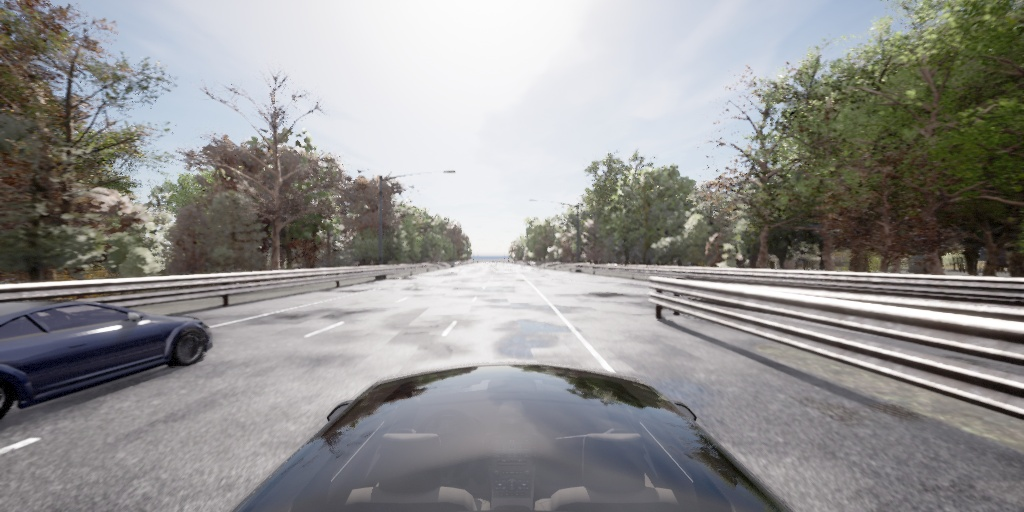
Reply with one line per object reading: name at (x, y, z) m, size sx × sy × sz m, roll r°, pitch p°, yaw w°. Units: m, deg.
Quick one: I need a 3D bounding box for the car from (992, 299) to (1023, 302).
car at (12.506, 1.319, 7.342) m, size 1.882 × 1.535 × 5.008 m, roll 0°, pitch 0°, yaw -13°

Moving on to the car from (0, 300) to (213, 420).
car at (-6.919, 1.347, 5.377) m, size 1.994 × 1.385 × 4.181 m, roll 0°, pitch 0°, yaw 0°
